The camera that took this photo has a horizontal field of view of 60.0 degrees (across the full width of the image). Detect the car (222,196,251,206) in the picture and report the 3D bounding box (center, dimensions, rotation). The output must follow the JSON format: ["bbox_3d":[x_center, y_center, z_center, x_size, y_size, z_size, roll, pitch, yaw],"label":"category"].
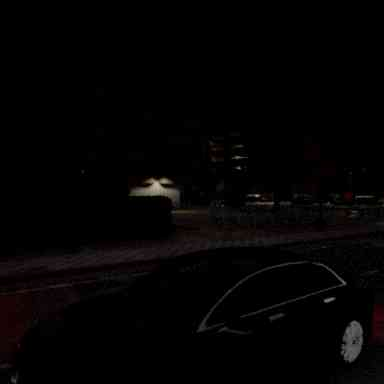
[{"bbox_3d":[8.215,2.032,64.339,2.033,1.411,5.357,1,0,-36],"label":"car"}]

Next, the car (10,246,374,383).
[{"bbox_3d":[0.444,1.537,4.273,4.892,1.490,1.837,1,-1,-35],"label":"car"}]

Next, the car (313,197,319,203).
[{"bbox_3d":[30.708,2.198,87.758,1.784,1.438,3.905,1,0,-36],"label":"car"}]

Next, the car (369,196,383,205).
[{"bbox_3d":[46.124,2.077,80.307,1.932,1.855,4.605,1,0,-36],"label":"car"}]

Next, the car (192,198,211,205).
[{"bbox_3d":[2.020,1.963,72.976,1.882,1.535,5.008,1,0,-36],"label":"car"}]

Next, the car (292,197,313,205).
[{"bbox_3d":[28.349,2.198,86.079,1.970,1.475,3.806,1,0,-36],"label":"car"}]

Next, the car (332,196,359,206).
[{"bbox_3d":[32.410,2.134,70.431,1.970,1.475,3.806,1,0,-36],"label":"car"}]

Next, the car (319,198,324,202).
[{"bbox_3d":[32.866,2.017,89.356,1.932,1.855,4.605,1,0,-36],"label":"car"}]
